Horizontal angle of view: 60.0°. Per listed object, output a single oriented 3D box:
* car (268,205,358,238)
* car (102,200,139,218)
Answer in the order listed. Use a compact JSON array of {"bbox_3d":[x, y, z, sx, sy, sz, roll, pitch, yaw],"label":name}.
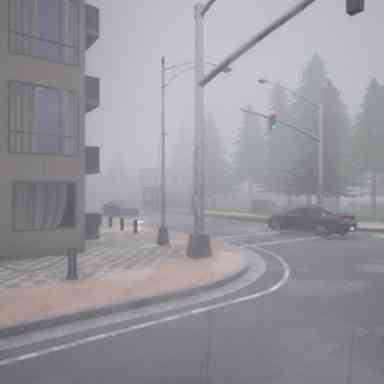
[{"bbox_3d":[6.266,1.488,17.843,1.837,1.490,4.892,0,0,-35],"label":"car"},{"bbox_3d":[-6.474,1.457,29.861,1.882,1.535,5.008,0,0,-35],"label":"car"}]
